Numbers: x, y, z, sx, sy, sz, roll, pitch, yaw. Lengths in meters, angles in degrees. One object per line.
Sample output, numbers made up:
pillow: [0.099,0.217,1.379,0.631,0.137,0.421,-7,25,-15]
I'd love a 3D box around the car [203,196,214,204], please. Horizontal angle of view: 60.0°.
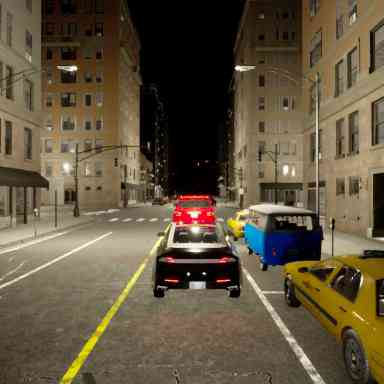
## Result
car: [3.183,1.554,64.981,2.008,1.369,4.403,1,0,1]

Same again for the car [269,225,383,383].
car: [2.679,1.526,5.080,1.752,1.417,4.829,1,0,0]

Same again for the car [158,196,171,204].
car: [-5.342,1.555,65.090,2.008,1.369,4.403,1,0,1]

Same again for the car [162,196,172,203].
car: [-5.266,1.548,70.619,1.887,1.381,4.507,1,0,1]

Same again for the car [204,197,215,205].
car: [3.108,1.548,59.451,1.887,1.381,4.507,1,0,1]

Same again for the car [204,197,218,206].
car: [3.033,1.570,53.921,1.947,1.339,4.313,1,0,1]

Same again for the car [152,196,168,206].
car: [-5.492,1.587,54.032,1.802,1.307,4.206,1,0,1]

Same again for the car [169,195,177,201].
car: [-5.043,1.525,87.035,1.752,1.417,4.829,1,0,1]

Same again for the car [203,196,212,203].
car: [3.258,1.547,70.511,1.887,1.381,4.507,1,0,1]

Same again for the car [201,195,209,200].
car: [3.558,1.548,92.632,2.008,1.369,4.403,1,0,1]

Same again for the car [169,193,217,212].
car: [0.115,1.225,18.699,2.150,2.045,5.566,0,0,0]

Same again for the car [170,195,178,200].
car: [-4.966,1.564,92.734,1.947,1.339,4.313,1,0,1]

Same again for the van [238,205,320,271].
van: [2.686,1.343,10.584,1.690,1.788,3.998,1,0,0]

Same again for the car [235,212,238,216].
car: [2.689,1.528,16.427,1.752,1.417,4.829,1,0,0]

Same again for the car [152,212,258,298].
car: [0.105,1.493,8.513,2.128,1.511,4.902,0,0,0]

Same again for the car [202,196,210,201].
car: [3.408,1.566,81.572,1.947,1.339,4.313,1,0,1]
